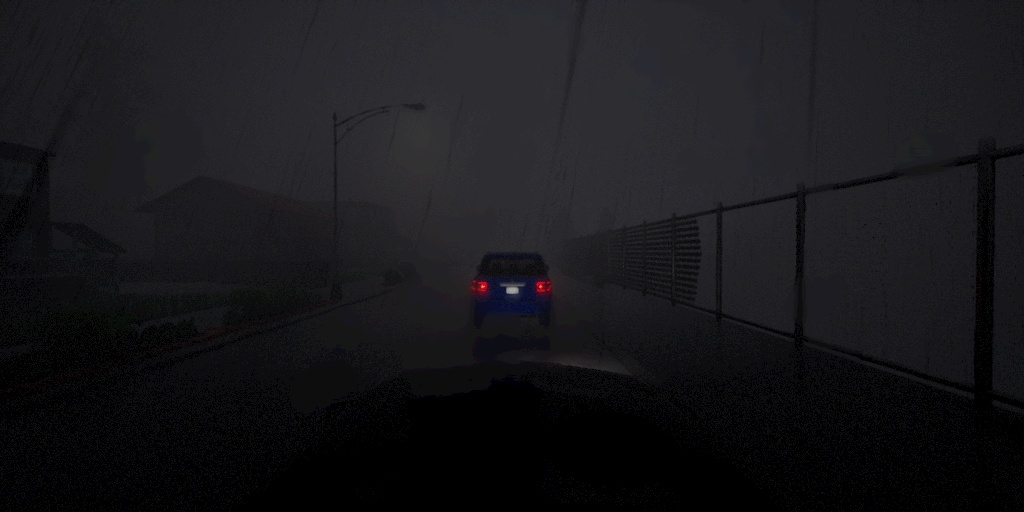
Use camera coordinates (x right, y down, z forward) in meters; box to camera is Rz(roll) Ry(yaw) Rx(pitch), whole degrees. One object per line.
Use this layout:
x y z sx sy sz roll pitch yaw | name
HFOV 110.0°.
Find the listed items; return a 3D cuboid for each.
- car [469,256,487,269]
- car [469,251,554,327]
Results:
-4.167 0.810 44.466 1.812 1.442 4.674 0 1 1 | car
0.025 0.870 11.230 2.150 2.045 5.566 0 1 0 | car
